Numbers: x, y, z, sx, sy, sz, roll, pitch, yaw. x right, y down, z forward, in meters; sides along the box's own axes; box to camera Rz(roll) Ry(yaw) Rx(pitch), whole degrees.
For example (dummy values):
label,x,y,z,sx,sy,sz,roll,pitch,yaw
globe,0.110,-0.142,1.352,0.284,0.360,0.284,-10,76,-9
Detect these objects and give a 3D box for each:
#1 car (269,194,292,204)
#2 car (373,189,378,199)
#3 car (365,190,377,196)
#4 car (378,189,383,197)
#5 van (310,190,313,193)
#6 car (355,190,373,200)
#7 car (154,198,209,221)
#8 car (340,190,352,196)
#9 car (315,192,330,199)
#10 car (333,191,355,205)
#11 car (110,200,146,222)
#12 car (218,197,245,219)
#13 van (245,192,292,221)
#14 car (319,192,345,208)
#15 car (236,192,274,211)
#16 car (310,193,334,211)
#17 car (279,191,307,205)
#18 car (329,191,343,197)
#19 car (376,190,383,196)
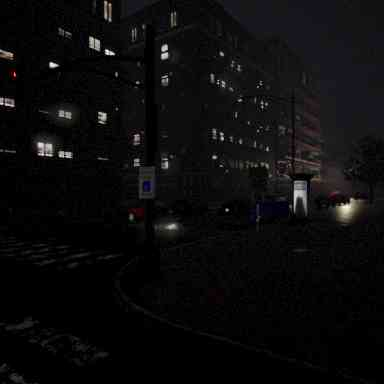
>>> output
label,x,y,z,sx,sy,sz,roll,pitch,yaw
car,12.537,0.933,46.933,1.802,1.307,4.206,1,1,36
car,31.937,0.590,60.535,1.887,1.381,4.507,1,1,36
car,44.183,0.216,82.110,1.994,1.385,4.181,0,1,36
car,41.792,0.355,74.333,1.887,1.381,4.507,1,1,36
van,19.102,0.536,56.118,1.690,1.788,3.998,1,1,36
car,28.652,0.563,55.934,1.967,1.590,4.097,1,1,36
car,-0.710,1.189,24.160,1.882,1.535,5.008,0,1,36
car,38.791,0.277,83.688,2.008,1.369,4.403,1,1,36
car,25.664,0.621,65.311,1.802,1.307,4.206,1,1,36
car,18.797,0.923,42.138,1.947,1.339,4.313,1,1,36
car,-3.871,1.283,23.960,1.887,1.381,4.507,1,1,36
car,3.684,1.232,25.409,1.994,1.385,4.181,0,1,36
van,5.657,1.008,23.736,1.690,1.788,3.998,1,1,36
car,15.511,0.979,37.538,1.887,1.381,4.507,1,1,36
car,6.610,0.890,34.396,2.097,1.767,4.553,0,1,36
car,12.226,1.078,32.939,1.947,1.339,4.313,1,1,36
car,13.297,0.736,43.689,2.097,1.767,4.553,0,1,36
car,32.227,0.428,74.499,1.887,1.381,4.507,1,1,36
car,45.077,0.314,78.932,1.802,1.307,4.206,1,1,36
